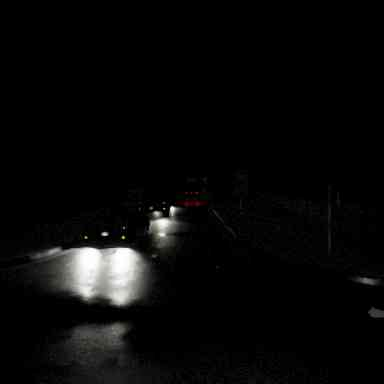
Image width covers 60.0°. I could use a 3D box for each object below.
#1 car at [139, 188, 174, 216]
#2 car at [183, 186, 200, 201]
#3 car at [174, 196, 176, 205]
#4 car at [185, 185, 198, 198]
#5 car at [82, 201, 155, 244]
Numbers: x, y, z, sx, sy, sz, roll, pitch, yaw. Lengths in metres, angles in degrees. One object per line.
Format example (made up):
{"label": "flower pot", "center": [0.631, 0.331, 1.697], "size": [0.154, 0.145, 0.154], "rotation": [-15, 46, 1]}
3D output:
{"label": "car", "center": [-2.881, 0.728, 26.343], "size": [2.150, 2.045, 5.566], "rotation": [-1, 1, 0]}
{"label": "car", "center": [-0.050, 0.192, 47.459], "size": [2.150, 2.045, 5.566], "rotation": [-1, 1, 0]}
{"label": "car", "center": [-2.877, 0.784, 37.046], "size": [1.812, 1.442, 4.674], "rotation": [-1, 1, 0]}
{"label": "car", "center": [-0.059, -0.077, 57.877], "size": [2.150, 2.045, 5.566], "rotation": [-1, 2, 0]}
{"label": "car", "center": [-3.082, 1.325, 14.276], "size": [1.994, 1.385, 4.181], "rotation": [-1, 1, 5]}
